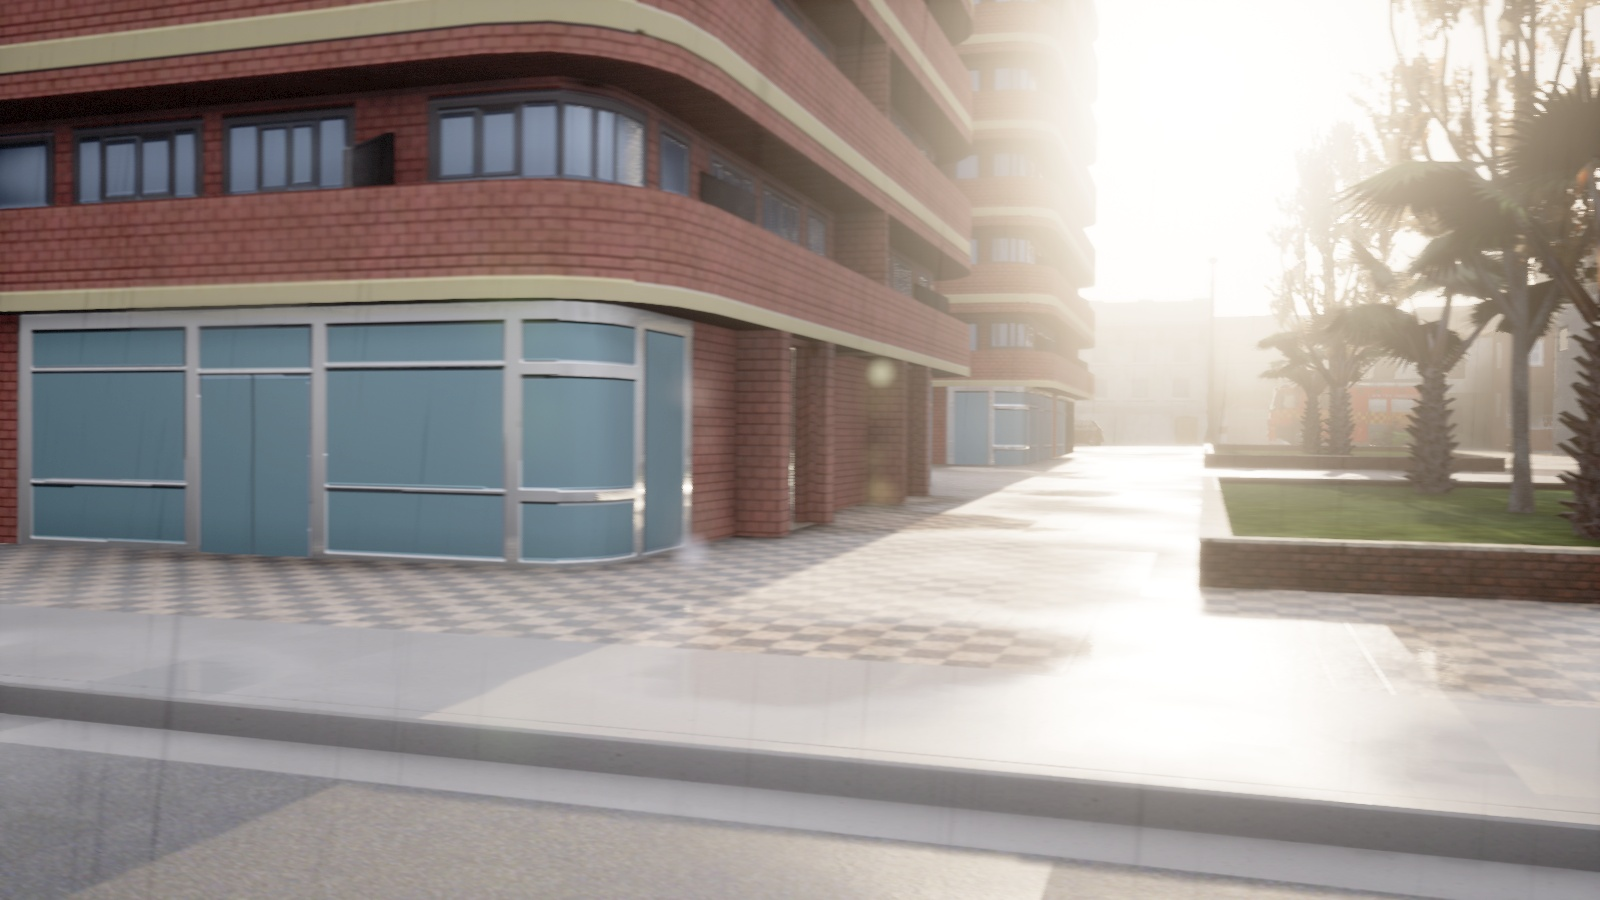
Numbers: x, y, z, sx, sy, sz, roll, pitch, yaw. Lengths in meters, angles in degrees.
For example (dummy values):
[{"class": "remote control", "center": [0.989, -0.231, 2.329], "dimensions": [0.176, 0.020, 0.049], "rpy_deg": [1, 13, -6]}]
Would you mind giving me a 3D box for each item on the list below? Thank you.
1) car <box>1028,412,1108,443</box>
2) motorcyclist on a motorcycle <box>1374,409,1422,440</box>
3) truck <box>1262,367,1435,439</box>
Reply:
[{"class": "car", "center": [16.458, -1.392, 77.100], "dimensions": [4.553, 1.767, 2.097], "rpy_deg": [-1, 1, 18]}, {"class": "motorcyclist on a motorcycle", "center": [29.481, -1.255, 61.893], "dimensions": [2.044, 1.523, 0.797], "rpy_deg": [0, 1, 18]}, {"class": "truck", "center": [29.988, -2.517, 69.060], "dimensions": [8.468, 3.827, 2.891], "rpy_deg": [0, 1, 18]}]
